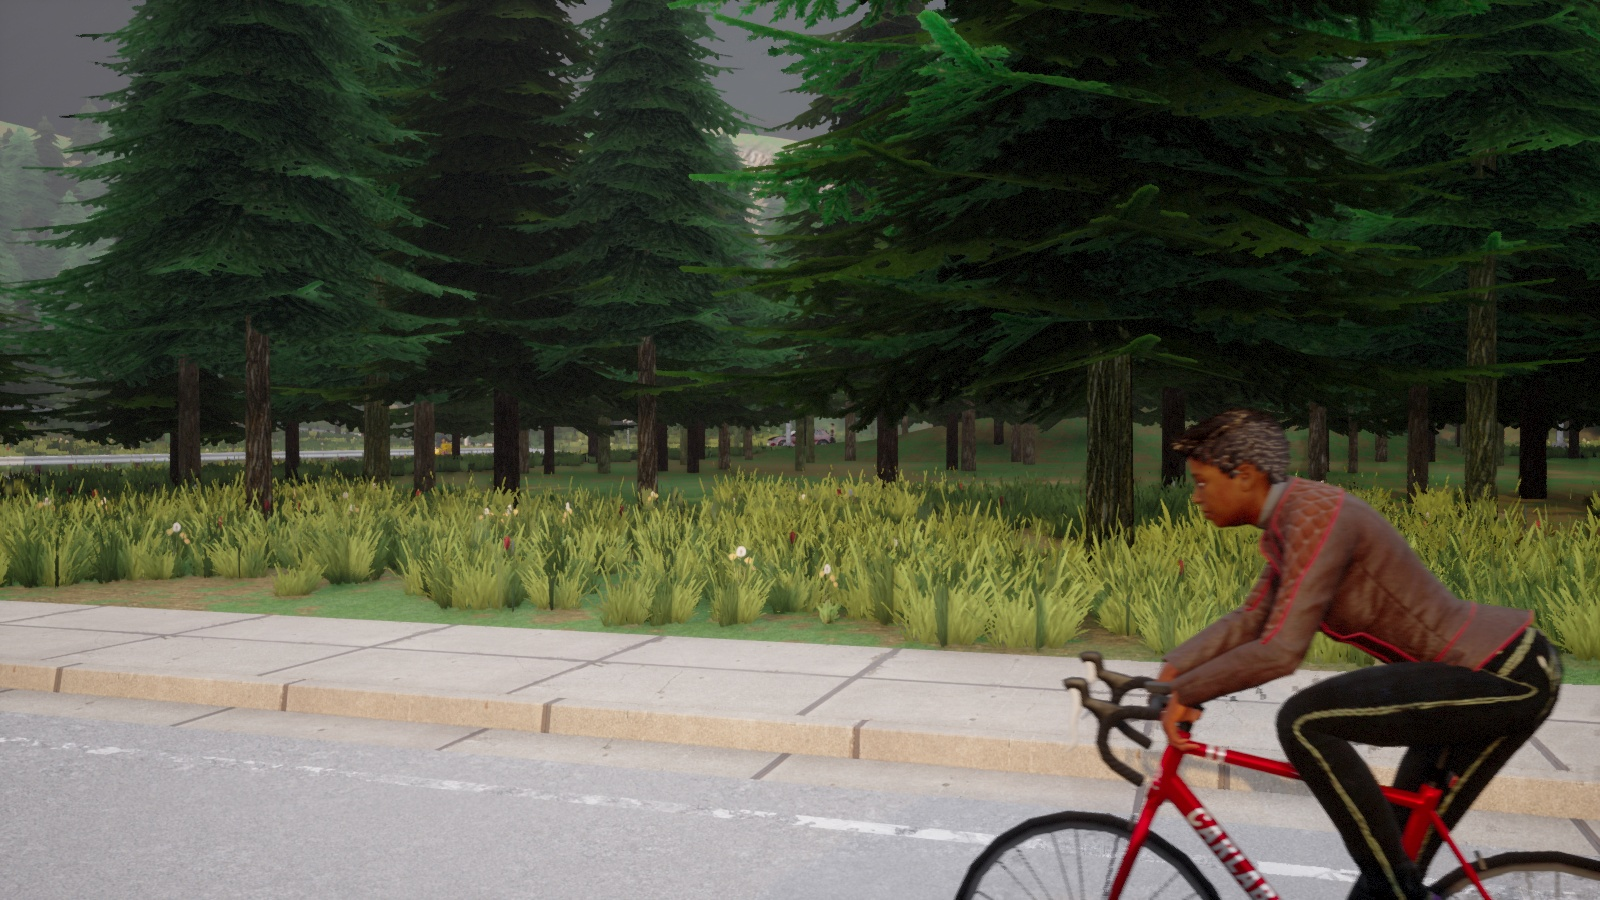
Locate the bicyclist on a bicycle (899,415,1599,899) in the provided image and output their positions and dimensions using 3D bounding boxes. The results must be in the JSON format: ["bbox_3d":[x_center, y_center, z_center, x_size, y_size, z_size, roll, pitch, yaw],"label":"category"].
[{"bbox_3d":[1.100,0.738,2.824,1.656,1.620,0.582,0,1,19],"label":"bicyclist on a bicycle"}]

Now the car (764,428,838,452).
[{"bbox_3d":[0.050,-0.695,88.990,4.856,1.649,2.033,0,1,-19],"label":"car"}]
